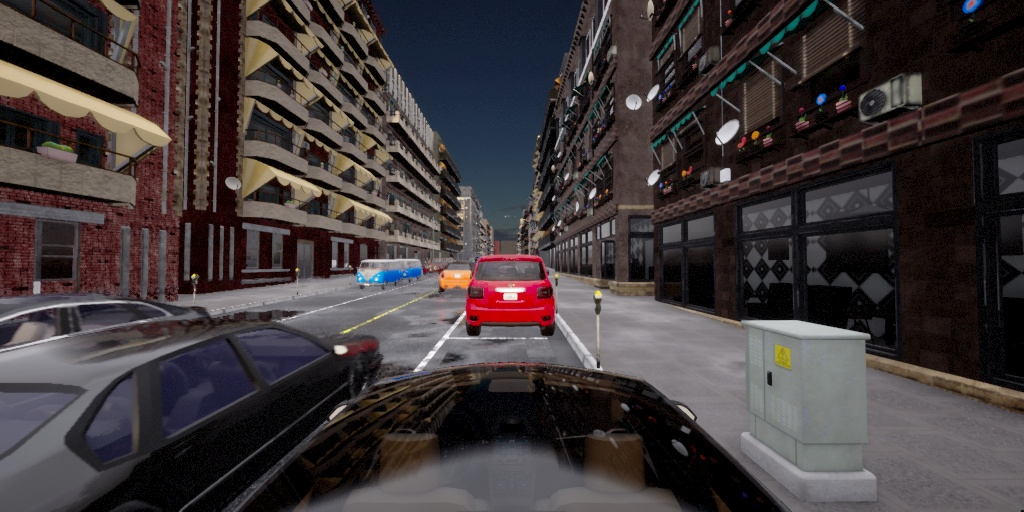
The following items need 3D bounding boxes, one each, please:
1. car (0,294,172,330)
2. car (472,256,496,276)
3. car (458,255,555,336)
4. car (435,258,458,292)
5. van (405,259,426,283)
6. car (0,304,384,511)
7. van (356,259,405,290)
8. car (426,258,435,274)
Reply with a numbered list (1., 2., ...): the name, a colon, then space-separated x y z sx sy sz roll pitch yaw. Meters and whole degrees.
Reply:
1. car: -5.870 1.243 3.956 2.128 1.511 4.902 0 0 0
2. car: -3.007 1.021 39.278 2.150 2.045 5.566 0 0 0
3. car: -0.036 0.983 10.532 2.150 2.045 5.566 0 0 0
4. car: -2.914 1.117 21.335 2.097 1.767 4.553 0 0 0
5. van: -8.326 1.118 28.135 1.690 1.789 3.998 0 0 0
6. car: -2.922 1.298 3.137 2.033 1.411 5.357 0 0 0
7. van: -8.327 1.108 22.604 1.690 1.789 3.998 0 0 0
8. car: -8.322 1.115 39.195 2.192 1.841 5.009 0 0 0
